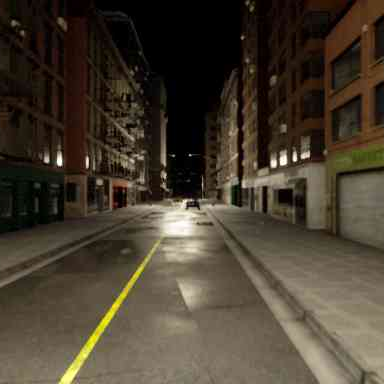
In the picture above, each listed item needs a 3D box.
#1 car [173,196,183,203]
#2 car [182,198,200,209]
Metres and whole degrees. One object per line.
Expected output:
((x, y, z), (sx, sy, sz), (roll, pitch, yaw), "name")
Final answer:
((-2.967, 1.509, 69.236), (1.882, 1.535, 5.008), (0, 0, 0), "car")
((0.123, 1.557, 44.799), (2.033, 1.411, 5.357), (0, 0, 0), "car")
